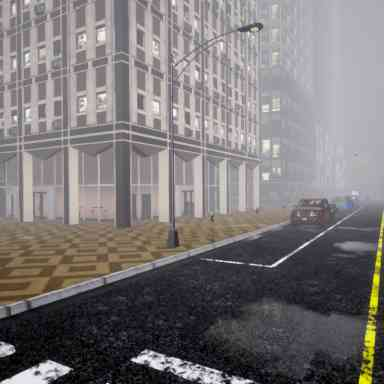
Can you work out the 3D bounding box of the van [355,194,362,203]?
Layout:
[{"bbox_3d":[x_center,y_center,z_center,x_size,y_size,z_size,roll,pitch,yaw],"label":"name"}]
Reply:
[{"bbox_3d":[22.136,1.327,46.220,1.690,1.788,3.998,-1,0,30],"label":"van"}]

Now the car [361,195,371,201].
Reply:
[{"bbox_3d":[41.705,1.511,79.765,1.887,1.381,4.507,-1,0,30],"label":"car"}]

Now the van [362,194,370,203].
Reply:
[{"bbox_3d":[36.112,1.313,70.181,1.690,1.788,3.998,-1,0,30],"label":"van"}]

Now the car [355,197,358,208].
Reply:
[{"bbox_3d":[19.344,1.570,41.426,1.802,1.307,4.206,-1,0,30],"label":"car"}]

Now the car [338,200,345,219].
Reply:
[{"bbox_3d":[10.917,1.562,27.074,1.947,1.339,4.313,-1,0,30],"label":"car"}]

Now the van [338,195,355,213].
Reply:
[{"bbox_3d":[16.546,1.332,36.635,1.690,1.788,3.998,-1,0,30],"label":"van"}]

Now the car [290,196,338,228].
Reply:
[{"bbox_3d":[8.080,1.314,22.308,2.192,1.841,5.009,-1,0,30],"label":"car"}]
